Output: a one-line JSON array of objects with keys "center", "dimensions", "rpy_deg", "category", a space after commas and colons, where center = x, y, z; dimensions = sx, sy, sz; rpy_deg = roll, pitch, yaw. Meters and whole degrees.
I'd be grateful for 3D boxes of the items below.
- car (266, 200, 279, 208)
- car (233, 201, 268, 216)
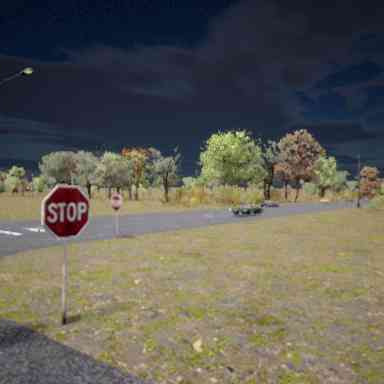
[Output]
[{"center": [14.334, 2.204, 61.103], "dimensions": [2.033, 1.411, 5.357], "rpy_deg": [1, 0, 36], "category": "car"}, {"center": [6.620, 2.073, 38.413], "dimensions": [1.895, 1.301, 4.718], "rpy_deg": [1, 0, 36], "category": "car"}]
